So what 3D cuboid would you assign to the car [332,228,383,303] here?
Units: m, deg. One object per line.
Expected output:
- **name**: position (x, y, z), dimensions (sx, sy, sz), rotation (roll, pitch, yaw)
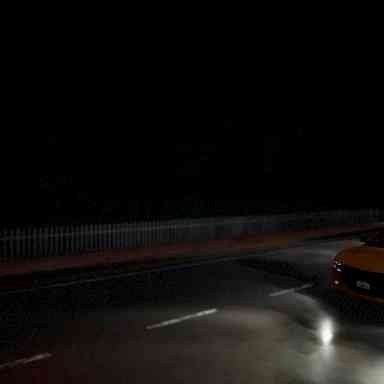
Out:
- **car**: position (5.256, 1.490, 7.712), dimensions (5.008, 1.535, 1.882), rotation (0, 0, -35)
